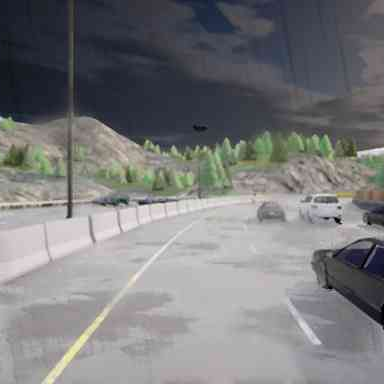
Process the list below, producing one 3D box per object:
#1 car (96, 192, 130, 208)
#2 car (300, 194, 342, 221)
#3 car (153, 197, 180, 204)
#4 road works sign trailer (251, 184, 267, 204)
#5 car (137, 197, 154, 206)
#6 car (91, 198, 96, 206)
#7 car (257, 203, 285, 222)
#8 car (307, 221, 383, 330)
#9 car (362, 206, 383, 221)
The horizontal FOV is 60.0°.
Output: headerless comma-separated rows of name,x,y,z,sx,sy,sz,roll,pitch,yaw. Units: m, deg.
car,-10.721,1.070,46.783,2.150,2.045,5.566,0,0,16
car,9.413,1.181,24.618,2.150,2.045,5.566,0,0,10
car,-3.332,1.468,47.107,1.895,1.301,4.718,0,0,17
road works sign trailer,11.926,0.340,58.696,2.380,3.560,2.880,0,0,25
car,-6.277,1.401,49.393,2.033,1.411,5.357,0,0,18
car,-13.318,1.310,50.251,1.882,1.535,5.008,0,0,17
car,6.128,1.511,25.957,1.994,1.385,4.181,0,0,10
car,3.802,1.541,5.986,2.033,1.411,5.357,0,0,3
car,12.226,1.525,20.303,2.033,1.411,5.357,0,0,8
